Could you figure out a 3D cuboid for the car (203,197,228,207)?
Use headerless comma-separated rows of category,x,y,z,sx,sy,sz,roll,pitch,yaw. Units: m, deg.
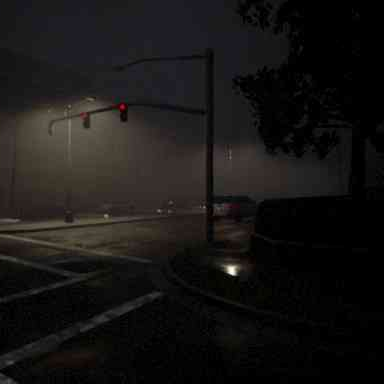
car,3.642,1.569,51.603,1.994,1.385,4.181,0,0,36

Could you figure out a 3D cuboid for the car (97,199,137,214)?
car,-7.974,1.528,35.711,1.812,1.442,4.674,0,0,36

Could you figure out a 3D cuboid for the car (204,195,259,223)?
car,3.468,1.223,25.642,2.150,2.045,5.566,0,0,36

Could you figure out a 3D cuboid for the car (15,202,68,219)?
car,-12.985,1.569,28.845,1.994,1.385,4.181,0,0,36

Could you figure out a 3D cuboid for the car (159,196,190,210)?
car,-2.220,1.357,43.591,2.097,1.767,4.553,0,0,36
